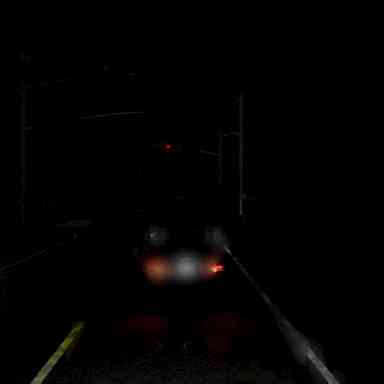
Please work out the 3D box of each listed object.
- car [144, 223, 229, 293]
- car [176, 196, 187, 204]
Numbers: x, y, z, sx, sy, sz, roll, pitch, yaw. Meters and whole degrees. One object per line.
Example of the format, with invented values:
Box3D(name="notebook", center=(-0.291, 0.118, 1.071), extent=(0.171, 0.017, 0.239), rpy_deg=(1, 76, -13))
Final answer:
Box3D(name="car", center=(-0.175, 1.547, 8.984), extent=(2.033, 1.411, 5.357), rpy_deg=(0, 0, -1))
Box3D(name="car", center=(-1.980, 1.525, 63.454), extent=(1.812, 1.442, 4.674), rpy_deg=(0, 0, -2))
